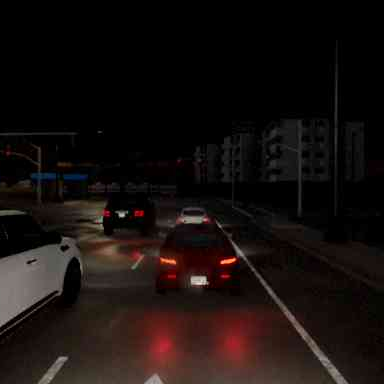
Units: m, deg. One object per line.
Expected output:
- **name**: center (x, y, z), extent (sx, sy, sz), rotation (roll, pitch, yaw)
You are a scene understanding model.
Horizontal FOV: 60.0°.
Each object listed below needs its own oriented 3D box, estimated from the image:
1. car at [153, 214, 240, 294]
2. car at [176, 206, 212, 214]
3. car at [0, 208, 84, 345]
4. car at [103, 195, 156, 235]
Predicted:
- **car**: center (0.124, 1.526, 8.663), extent (1.812, 1.442, 4.674), rotation (0, 0, 0)
- **car**: center (0.121, 1.500, 17.955), extent (1.812, 1.442, 4.674), rotation (0, 0, 1)
- **car**: center (-3.388, 1.223, 4.763), extent (2.150, 2.045, 5.566), rotation (0, 0, 0)
- **car**: center (-3.346, 1.190, 18.585), extent (2.150, 2.045, 5.566), rotation (0, 0, 0)
